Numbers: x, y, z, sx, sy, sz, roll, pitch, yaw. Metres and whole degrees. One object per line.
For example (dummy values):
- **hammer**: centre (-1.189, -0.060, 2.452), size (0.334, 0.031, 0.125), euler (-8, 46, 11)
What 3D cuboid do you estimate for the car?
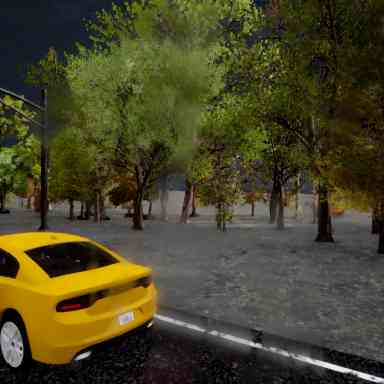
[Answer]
- **car**: centre (-2.864, 1.444, 5.726), size (5.008, 1.535, 1.882), euler (1, 0, 35)
